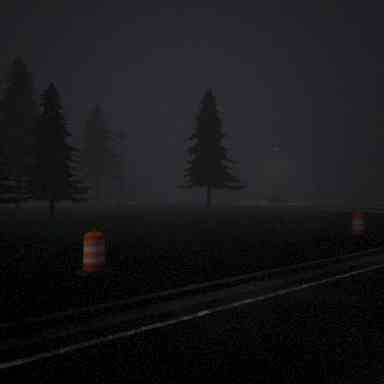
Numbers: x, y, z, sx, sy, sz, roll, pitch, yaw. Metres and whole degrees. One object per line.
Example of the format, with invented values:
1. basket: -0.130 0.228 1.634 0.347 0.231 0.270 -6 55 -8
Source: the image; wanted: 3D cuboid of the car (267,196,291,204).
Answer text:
1. car: 16.280 1.519 62.371 2.128 1.511 4.902 0 0 -35
